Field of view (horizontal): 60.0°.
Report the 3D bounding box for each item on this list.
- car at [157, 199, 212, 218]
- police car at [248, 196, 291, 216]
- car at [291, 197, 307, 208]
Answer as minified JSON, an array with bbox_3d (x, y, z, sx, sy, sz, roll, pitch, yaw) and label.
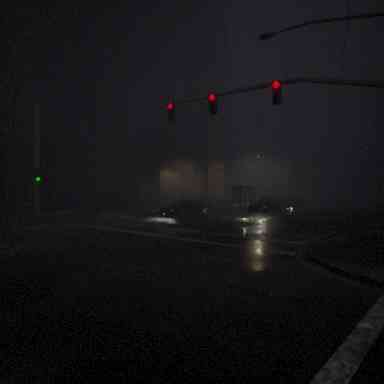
[{"bbox_3d":[-0.454,1.296,27.524,2.033,1.411,5.357,1,1,39],"label":"car"},{"bbox_3d":[6.938,1.241,30.880,1.930,1.638,5.238,1,1,39],"label":"police car"},{"bbox_3d":[13.728,1.326,44.736,2.033,1.411,5.357,1,1,40],"label":"car"}]
